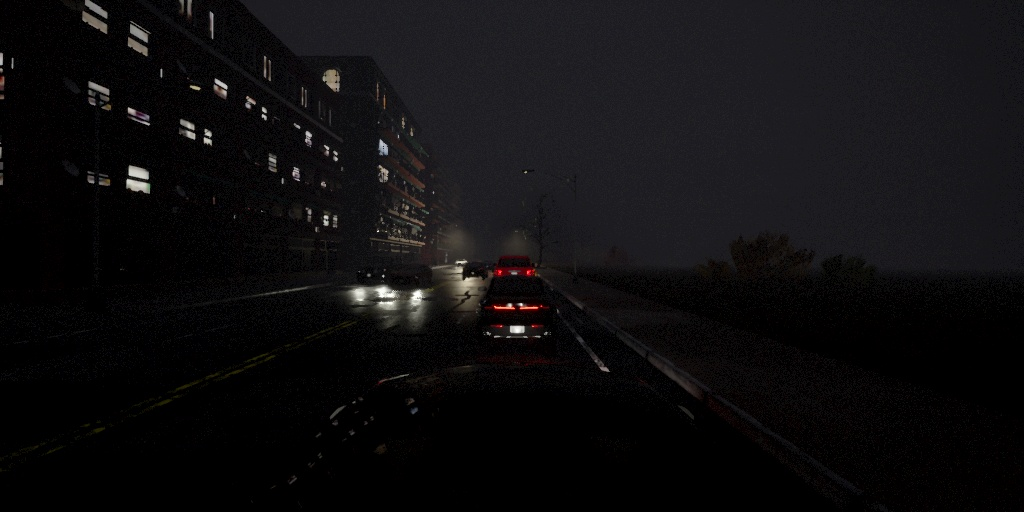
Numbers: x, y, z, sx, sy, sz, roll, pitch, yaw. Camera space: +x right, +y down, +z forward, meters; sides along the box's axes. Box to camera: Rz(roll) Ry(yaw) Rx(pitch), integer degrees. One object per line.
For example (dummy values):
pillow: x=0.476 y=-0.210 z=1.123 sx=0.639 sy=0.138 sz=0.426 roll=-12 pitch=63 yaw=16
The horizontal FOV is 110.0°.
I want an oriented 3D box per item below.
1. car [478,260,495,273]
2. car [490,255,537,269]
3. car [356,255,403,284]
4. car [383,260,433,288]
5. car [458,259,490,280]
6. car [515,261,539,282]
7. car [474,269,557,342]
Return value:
car: x=-3.115 y=1.279 z=45.301 sx=1.812 sy=1.442 sz=4.674 roll=0 pitch=0 yaw=0
car: x=0.115 y=0.975 z=20.109 sx=2.150 sy=2.045 sz=5.566 roll=0 pitch=0 yaw=0
car: x=-9.828 y=0.975 z=27.392 sx=2.150 sy=2.045 sz=5.566 roll=0 pitch=0 yaw=0
car: x=-6.582 y=1.231 z=23.887 sx=1.882 sy=1.535 sz=5.008 roll=0 pitch=0 yaw=0
car: x=-3.126 y=1.232 z=31.094 sx=1.882 sy=1.535 sz=5.008 roll=0 pitch=0 yaw=0
car: x=1.162 y=1.209 z=30.516 sx=1.801 sy=1.575 sz=5.366 roll=0 pitch=0 yaw=0
car: x=0.108 y=1.256 z=9.761 sx=1.837 sy=1.490 sz=4.892 roll=0 pitch=0 yaw=0
